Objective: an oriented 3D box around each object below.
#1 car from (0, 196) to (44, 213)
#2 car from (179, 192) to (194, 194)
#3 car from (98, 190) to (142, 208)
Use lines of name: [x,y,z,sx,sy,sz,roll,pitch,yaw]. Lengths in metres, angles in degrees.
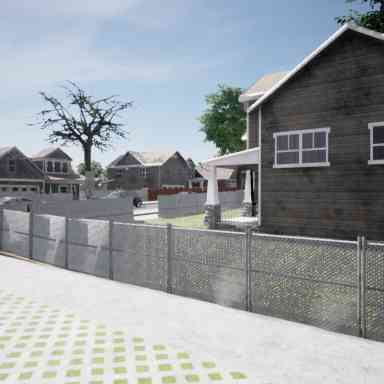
car: [-12.614,1.086,22.974,2.128,1.511,4.902,0,2,35]
car: [-0.920,0.639,39.537,1.895,1.301,4.718,0,2,35]
car: [-6.843,0.671,31.149,2.097,1.767,4.553,0,2,35]
